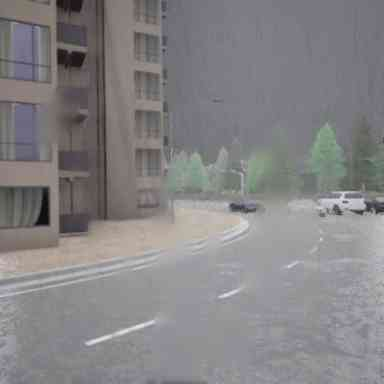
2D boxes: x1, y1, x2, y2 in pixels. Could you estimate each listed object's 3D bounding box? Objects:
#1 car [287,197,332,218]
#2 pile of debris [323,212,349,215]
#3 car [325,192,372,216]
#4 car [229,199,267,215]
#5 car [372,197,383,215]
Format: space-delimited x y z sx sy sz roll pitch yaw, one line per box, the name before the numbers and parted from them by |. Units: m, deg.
car | 9.523 1.342 27.970 1.812 1.442 4.674 0 0 -5
pile of debris | 13.168 1.939 30.470 1.500 0.140 1.860 -1 0 -7
car | 13.122 0.988 29.711 2.150 2.045 5.566 0 0 -5
car | 5.367 1.406 32.794 2.033 1.411 5.357 -1 0 -16
car | 16.432 1.200 30.118 1.882 1.535 5.008 0 0 -5
